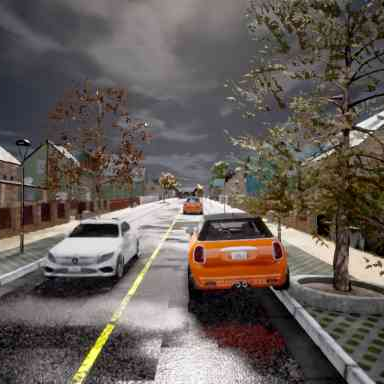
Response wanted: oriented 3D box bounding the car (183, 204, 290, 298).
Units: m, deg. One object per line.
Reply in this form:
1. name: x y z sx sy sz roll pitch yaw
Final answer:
1. car: 0.933 1.312 8.719 2.097 1.767 4.553 -3 -1 0

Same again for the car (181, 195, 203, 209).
1. car: 0.122 1.414 36.151 2.097 1.767 4.553 0 0 0

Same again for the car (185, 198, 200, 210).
1. car: 0.084 1.637 45.932 2.033 1.411 5.357 0 0 1

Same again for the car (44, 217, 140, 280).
1. car: -2.737 1.538 10.094 1.812 1.442 4.674 0 0 0

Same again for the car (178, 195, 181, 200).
1. car: -2.635 1.538 83.826 1.882 1.535 5.008 0 0 0
